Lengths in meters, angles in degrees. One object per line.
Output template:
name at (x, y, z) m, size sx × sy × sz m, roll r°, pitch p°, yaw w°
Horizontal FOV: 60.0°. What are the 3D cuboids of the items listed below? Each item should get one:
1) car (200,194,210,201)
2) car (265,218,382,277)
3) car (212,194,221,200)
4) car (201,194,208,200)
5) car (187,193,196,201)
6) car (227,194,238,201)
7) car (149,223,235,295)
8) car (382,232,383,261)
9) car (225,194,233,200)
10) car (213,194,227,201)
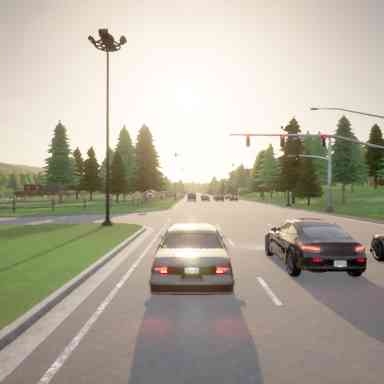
car at (3.464, 1.531, 83.558) m, size 2.033 × 1.411 × 5.357 m, roll 0°, pitch 0°, yaw 0°
car at (3.515, 1.526, 10.149) m, size 1.812 × 1.442 × 4.674 m, roll 0°, pitch 0°, yaw 0°
car at (6.960, 1.372, 93.979) m, size 2.033 × 1.411 × 5.357 m, roll 0°, pitch 0°, yaw 0°
car at (3.460, 1.310, 93.978) m, size 1.882 × 1.535 × 5.008 m, roll 0°, pitch 0°, yaw 0°
car at (-0.036, 1.217, 83.586) m, size 2.150 × 2.045 × 5.566 m, roll 0°, pitch 0°, yaw 0°
car at (10.464, 1.587, 84.007) m, size 1.895 × 1.301 × 4.718 m, roll 0°, pitch 0°, yaw 0°
car at (0.001, 1.547, 8.871) m, size 2.033 × 1.411 × 5.357 m, roll 0°, pitch 0°, yaw 0°
car at (7.004, 1.564, 9.610) m, size 1.994 × 1.385 × 4.181 m, roll 0°, pitch 0°, yaw 1°
car at (10.460, 1.356, 93.981) m, size 1.812 × 1.442 × 4.674 m, roll 0°, pitch 0°, yaw 0°
car at (6.964, 1.347, 83.946) m, size 2.097 × 1.767 × 4.553 m, roll 0°, pitch 0°, yaw 0°
